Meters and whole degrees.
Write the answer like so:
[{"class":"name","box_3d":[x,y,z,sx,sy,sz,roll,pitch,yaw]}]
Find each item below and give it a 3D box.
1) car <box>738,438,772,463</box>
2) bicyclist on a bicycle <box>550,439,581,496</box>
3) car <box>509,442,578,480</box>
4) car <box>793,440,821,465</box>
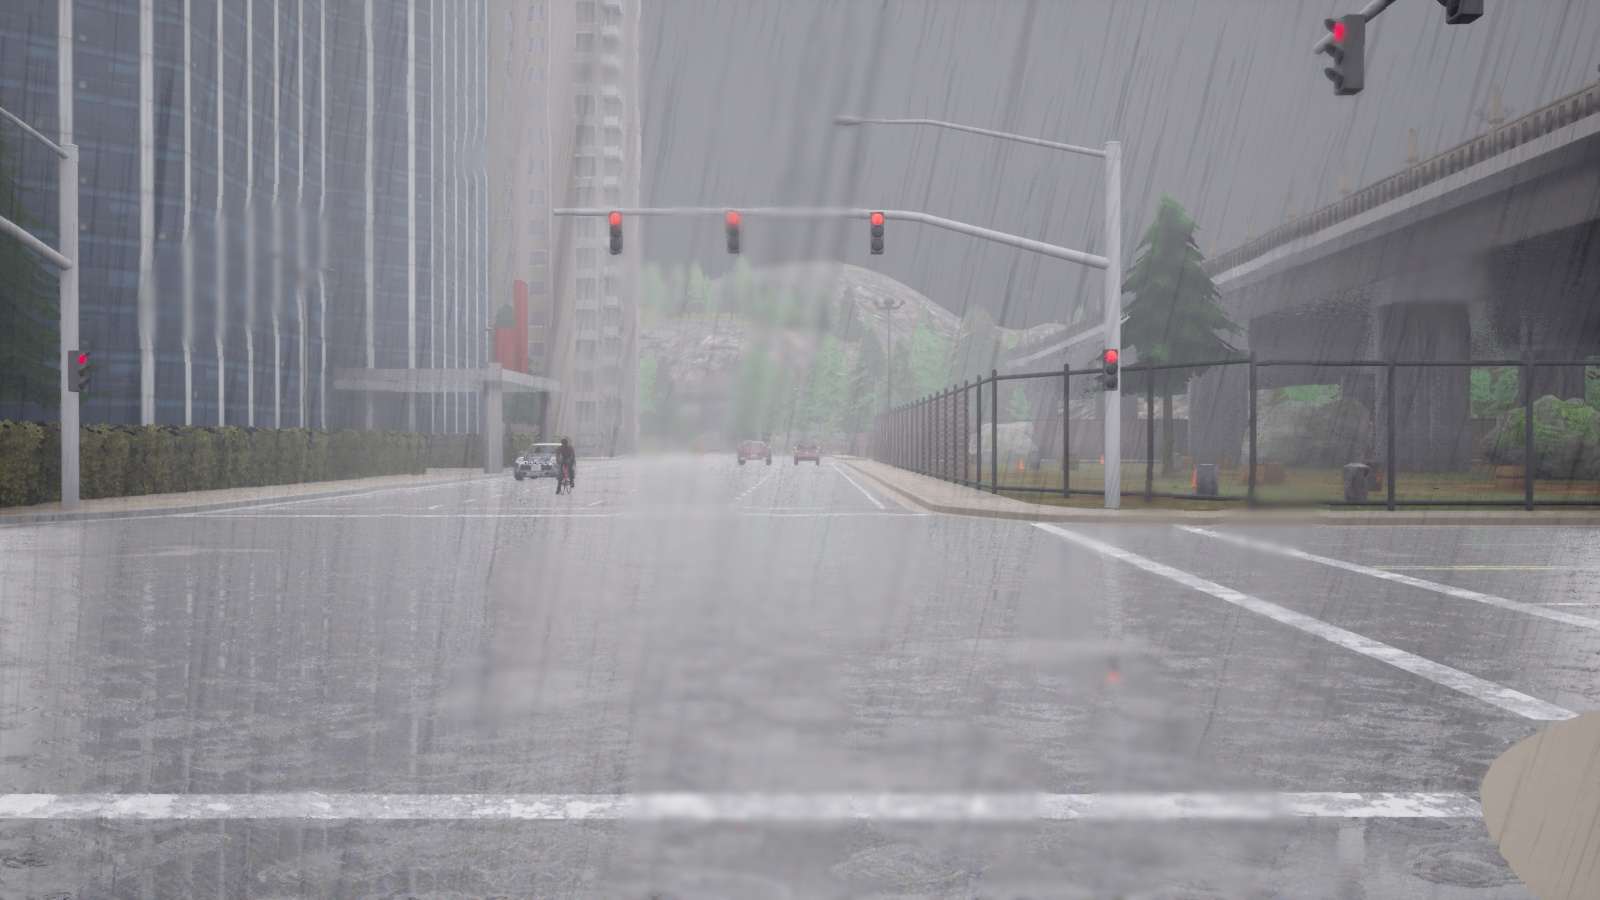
[{"class":"car","box_3d":[-3.036,0.039,85.718,2.152,1.651,5.027,0,0,0]},{"class":"bicyclist on a bicycle","box_3d":[-6.795,0.488,36.405,0.582,1.620,1.656,0,1,0]},{"class":"car","box_3d":[-10.222,0.419,50.386,1.970,1.475,3.806,0,0,0]},{"class":"car","box_3d":[0.474,0.158,86.290,1.851,1.617,3.988,0,0,0]}]
